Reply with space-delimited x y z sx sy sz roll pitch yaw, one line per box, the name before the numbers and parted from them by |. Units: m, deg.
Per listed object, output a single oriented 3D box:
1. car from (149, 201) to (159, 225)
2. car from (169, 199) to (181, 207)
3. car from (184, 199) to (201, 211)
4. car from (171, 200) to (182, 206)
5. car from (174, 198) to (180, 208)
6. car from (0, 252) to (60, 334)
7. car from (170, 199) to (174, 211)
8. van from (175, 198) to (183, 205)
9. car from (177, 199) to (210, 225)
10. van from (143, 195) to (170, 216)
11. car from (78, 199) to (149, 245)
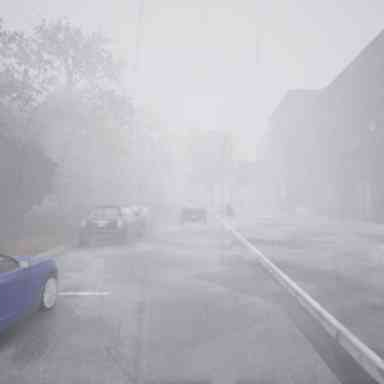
car | -3.651 1.552 21.429 2.002 1.452 4.674 0 0 2
car | -3.639 2.311 71.511 2.097 1.535 5.008 0 -1 2
car | 0.103 1.620 42.656 2.033 1.411 5.357 0 0 0
car | -3.642 2.501 77.114 2.163 1.488 4.792 0 -1 2
car | -3.631 1.862 54.847 2.163 1.488 4.792 1 -2 2
car | -3.652 1.486 4.714 2.097 1.535 5.008 0 0 2
car | -3.652 1.414 38.112 2.185 1.767 4.553 0 0 2
van | -3.620 2.699 93.919 1.878 1.987 4.442 1 -1 2
car | 0.102 1.516 24.794 1.882 1.535 5.008 0 0 0
van | -3.647 1.305 32.690 1.878 1.987 4.442 0 0 2
car | -3.653 1.377 15.830 2.185 1.767 4.553 0 0 2
